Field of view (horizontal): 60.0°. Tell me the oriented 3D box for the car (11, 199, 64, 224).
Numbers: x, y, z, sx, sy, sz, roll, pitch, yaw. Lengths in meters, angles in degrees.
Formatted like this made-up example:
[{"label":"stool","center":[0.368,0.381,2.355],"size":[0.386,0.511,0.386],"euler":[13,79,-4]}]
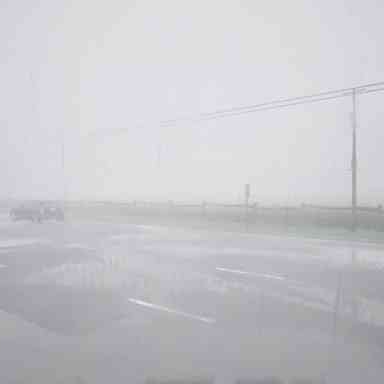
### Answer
[{"label":"car","center":[-11.758,1.351,25.235],"size":[4.553,1.767,2.097],"euler":[0,0,35]}]
